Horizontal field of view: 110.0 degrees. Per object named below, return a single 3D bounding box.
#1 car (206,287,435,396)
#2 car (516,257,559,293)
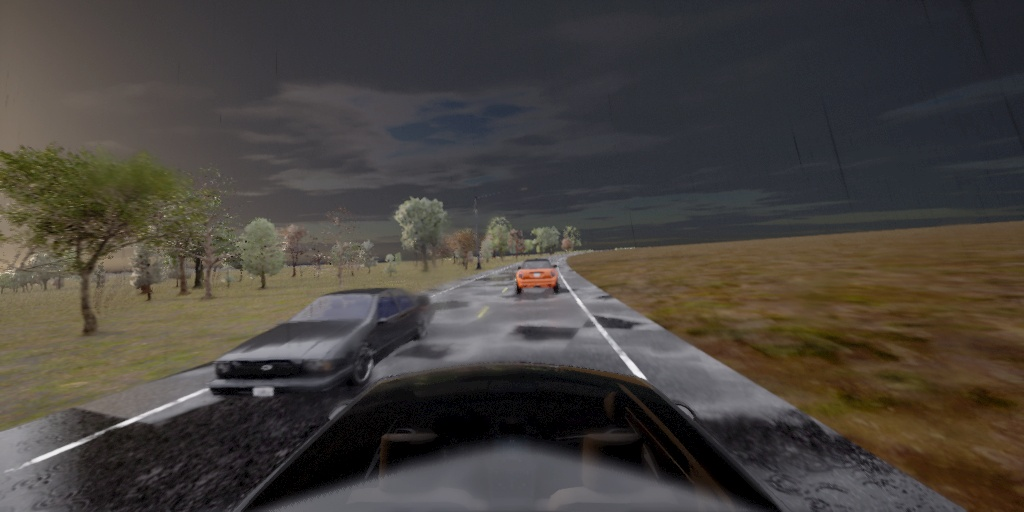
[{"bbox_3d":[-3.132,1.391,7.417,2.033,1.411,5.357,-2,0,4],"label":"car"},{"bbox_3d":[1.392,0.908,19.437,2.097,1.767,4.553,-2,0,5],"label":"car"}]
